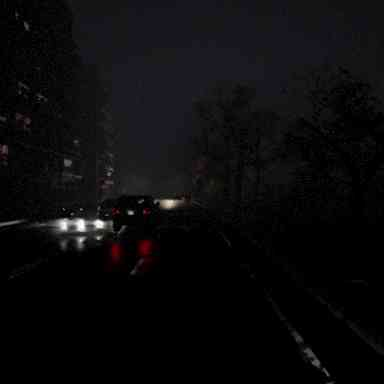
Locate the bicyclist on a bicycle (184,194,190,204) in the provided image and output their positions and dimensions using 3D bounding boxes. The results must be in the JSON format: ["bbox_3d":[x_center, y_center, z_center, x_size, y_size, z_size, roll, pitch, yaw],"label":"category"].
[{"bbox_3d":[-0.574,1.279,55.485,0.659,1.776,1.843,0,0,-4],"label":"bicyclist on a bicycle"}]

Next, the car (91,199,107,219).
[{"bbox_3d":[-6.872,1.310,28.933,2.097,1.767,4.553,0,0,-2],"label":"car"}]

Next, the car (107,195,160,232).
[{"bbox_3d":[-3.235,1.192,20.069,2.150,2.045,5.566,0,0,-1],"label":"car"}]

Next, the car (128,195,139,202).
[{"bbox_3d":[-12.467,1.353,71.385,1.882,1.535,5.008,0,0,-5],"label":"car"}]

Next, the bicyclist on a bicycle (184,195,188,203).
[{"bbox_3d":[-1.206,1.344,64.367,0.582,1.620,1.656,0,0,-5],"label":"bicyclist on a bicycle"}]

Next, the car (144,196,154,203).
[{"bbox_3d":[-9.073,1.478,69.858,1.895,1.301,4.718,0,0,-5],"label":"car"}]

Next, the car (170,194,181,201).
[{"bbox_3d":[-3.666,1.338,81.821,2.128,1.511,4.902,0,0,-6],"label":"car"}]

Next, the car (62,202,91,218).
[{"bbox_3d":[-10.153,1.558,30.240,1.895,1.301,4.718,0,0,-2],"label":"car"}]
